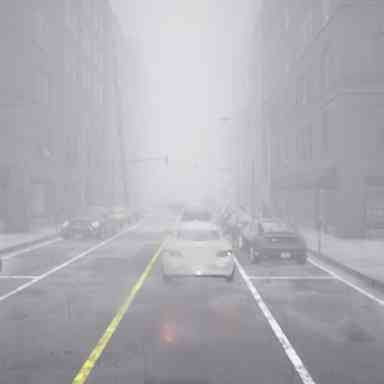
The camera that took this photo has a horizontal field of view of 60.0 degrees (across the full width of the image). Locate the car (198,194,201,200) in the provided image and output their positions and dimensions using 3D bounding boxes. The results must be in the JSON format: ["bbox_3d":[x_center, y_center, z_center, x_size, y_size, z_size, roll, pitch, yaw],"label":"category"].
[{"bbox_3d":[3.323,1.719,83.851,2.192,1.841,5.009,0,0,0],"label":"car"}]

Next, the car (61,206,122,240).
[{"bbox_3d":[-5.257,1.526,17.387,1.967,1.590,4.097,0,0,0],"label":"car"}]

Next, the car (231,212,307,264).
[{"bbox_3d":[2.722,1.610,11.808,2.008,1.369,4.403,0,0,0],"label":"car"}]

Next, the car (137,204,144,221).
[{"bbox_3d":[-5.165,1.692,28.422,2.008,1.369,4.403,0,0,0],"label":"car"}]

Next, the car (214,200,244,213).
[{"bbox_3d":[2.814,1.554,22.846,1.967,1.590,4.097,0,0,0],"label":"car"}]

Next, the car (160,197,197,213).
[{"bbox_3d":[-1.632,1.660,37.157,1.882,1.535,5.008,0,0,-23],"label":"car"}]

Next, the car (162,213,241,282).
[{"bbox_3d":[0.171,1.575,9.828,1.812,1.442,4.674,0,0,1],"label":"car"}]

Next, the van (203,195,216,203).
[{"bbox_3d":[3.086,1.614,55.445,1.690,1.788,3.998,0,0,0],"label":"van"}]

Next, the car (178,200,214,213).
[{"bbox_3d":[0.280,1.590,22.683,1.882,1.535,5.008,0,0,0],"label":"car"}]

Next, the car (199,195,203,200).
[{"bbox_3d":[3.276,1.962,78.168,1.802,1.307,4.206,0,0,0],"label":"car"}]

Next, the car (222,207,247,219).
[{"bbox_3d":[2.768,1.668,17.327,1.802,1.307,4.206,0,0,0],"label":"car"}]

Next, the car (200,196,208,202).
[{"bbox_3d":[3.418,1.892,95.212,1.967,1.590,4.097,0,0,0],"label":"car"}]

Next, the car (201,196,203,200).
[{"bbox_3d":[3.181,1.910,66.806,1.802,1.307,4.206,0,0,0],"label":"car"}]

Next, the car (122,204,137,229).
[{"bbox_3d":[-5.212,1.638,22.734,1.752,1.417,4.829,0,0,0],"label":"car"}]

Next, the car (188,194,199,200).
[{"bbox_3d":[0.700,1.762,85.565,2.097,1.767,4.553,0,0,0],"label":"car"}]

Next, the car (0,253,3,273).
[{"bbox_3d":[-5.348,1.614,6.349,1.802,1.307,4.206,0,0,0],"label":"car"}]

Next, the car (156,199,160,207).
[{"bbox_3d":[-4.939,1.824,55.502,2.008,1.369,4.403,0,0,0],"label":"car"}]

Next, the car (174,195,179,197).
[{"bbox_3d":[-4.751,1.905,78.059,1.752,1.417,4.829,0,0,0],"label":"car"}]
